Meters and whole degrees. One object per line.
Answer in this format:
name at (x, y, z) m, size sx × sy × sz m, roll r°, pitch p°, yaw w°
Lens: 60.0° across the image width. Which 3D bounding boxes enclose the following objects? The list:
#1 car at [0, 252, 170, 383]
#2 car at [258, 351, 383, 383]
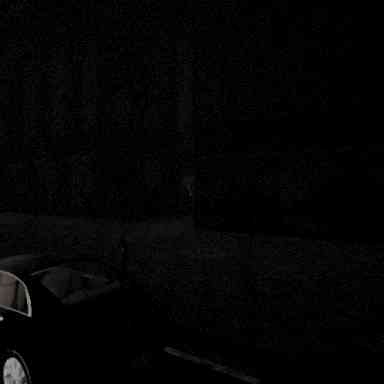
car at (-2.325, 1.548, 4.733) m, size 4.403 × 1.369 × 2.008 m, roll 0°, pitch 0°, yaw 36°
car at (2.273, 1.548, 1.453) m, size 4.403 × 1.369 × 2.008 m, roll 0°, pitch 0°, yaw 36°
